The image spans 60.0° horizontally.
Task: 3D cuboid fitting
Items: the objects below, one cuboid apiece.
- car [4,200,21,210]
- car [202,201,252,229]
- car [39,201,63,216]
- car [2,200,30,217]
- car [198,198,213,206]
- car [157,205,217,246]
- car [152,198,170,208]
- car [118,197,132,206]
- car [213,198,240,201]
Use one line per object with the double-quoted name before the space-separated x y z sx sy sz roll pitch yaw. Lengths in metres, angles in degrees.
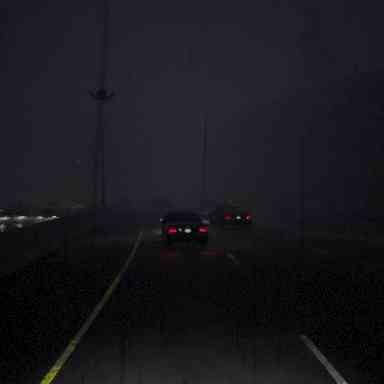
"car" -27.454 1.939 51.014 1.812 1.442 4.674 -1 0 -21
"car" 2.330 1.554 21.916 2.033 1.411 5.357 -1 0 -9
"car" -15.200 1.716 35.991 1.882 1.535 5.008 0 0 -14
"car" -18.705 1.806 35.540 1.812 1.442 4.674 -1 0 -14
"car" 2.447 1.576 51.153 1.812 1.442 4.674 0 0 -19
"car" -0.467 1.577 15.577 2.033 1.411 5.357 -1 0 -7
"car" -4.818 1.615 50.853 1.882 1.535 5.008 0 0 -20
"car" -12.275 1.733 60.539 2.128 1.511 4.902 -1 0 -23
"car" 3.878 1.482 32.393 1.882 1.535 5.008 0 0 -12
